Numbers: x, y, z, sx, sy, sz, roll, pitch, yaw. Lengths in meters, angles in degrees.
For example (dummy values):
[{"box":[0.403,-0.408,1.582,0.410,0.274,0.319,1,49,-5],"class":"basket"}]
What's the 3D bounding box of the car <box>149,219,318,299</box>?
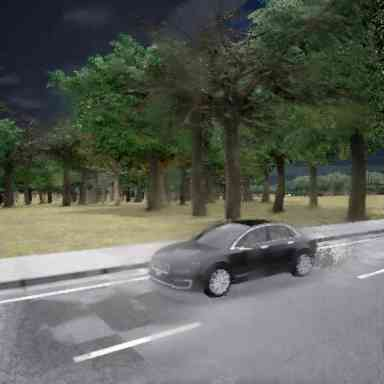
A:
[{"box":[1.254,1.500,8.582,4.892,1.490,1.837,0,0,-36],"class":"car"}]
